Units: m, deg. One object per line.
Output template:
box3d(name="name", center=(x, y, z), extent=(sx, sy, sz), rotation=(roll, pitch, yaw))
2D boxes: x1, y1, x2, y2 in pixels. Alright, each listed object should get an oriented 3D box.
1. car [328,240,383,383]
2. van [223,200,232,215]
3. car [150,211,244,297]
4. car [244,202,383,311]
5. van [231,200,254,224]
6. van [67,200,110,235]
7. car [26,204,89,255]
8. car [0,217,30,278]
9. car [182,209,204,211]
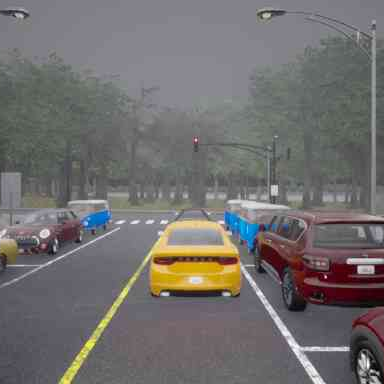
box3d(name="car", center=(2.760, 1.440, 2.223), extent=(1.967, 1.590, 4.097), rotation=(0, 0, 0))
box3d(name="van", center=(2.747, 1.343, 18.536), extent=(1.690, 1.788, 3.998), rotation=(0, 0, 0))
box3d(name="car", center=(0.080, 1.478, 8.616), extent=(1.882, 1.535, 5.008), rotation=(0, 0, 0))
box3d(name="car", center=(2.756, 1.315, 7.661), extent=(2.192, 1.841, 5.009), rotation=(0, 0, 0))
box3d(name="van", center=(2.752, 1.342, 13.098), extent=(1.690, 1.788, 3.998), rotation=(0, 0, 0))
box3d(name="van", center=(-5.778, 1.343, 18.530), extent=(1.690, 1.788, 3.998), rotation=(0, 0, 0))
box3d(name="car", center=(-5.773, 1.441, 13.092), extent=(1.967, 1.590, 4.097), rotation=(0, 0, 0))
box3d(name="car", center=(-5.769, 1.526, 7.484), extent=(1.752, 1.417, 4.829), rotation=(0, 0, 0))
box3d(name="car", center=(0.046, 1.566, 17.538), extent=(1.994, 1.385, 4.181), rotation=(0, 0, 0))
